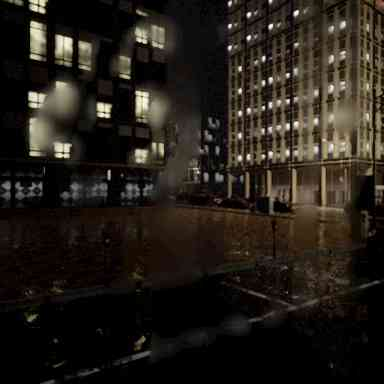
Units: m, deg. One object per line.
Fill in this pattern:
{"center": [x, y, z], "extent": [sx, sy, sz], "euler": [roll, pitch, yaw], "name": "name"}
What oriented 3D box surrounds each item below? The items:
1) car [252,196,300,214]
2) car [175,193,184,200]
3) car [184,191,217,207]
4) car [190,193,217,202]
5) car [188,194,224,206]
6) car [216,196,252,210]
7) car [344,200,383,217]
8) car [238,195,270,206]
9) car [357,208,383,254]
{"center": [8.149, 1.212, 31.373], "extent": [1.967, 1.590, 4.097], "euler": [2, 0, -36], "name": "car"}
{"center": [-1.347, 0.836, 58.955], "extent": [1.947, 1.339, 4.313], "euler": [2, 0, -36], "name": "car"}
{"center": [1.650, 0.872, 40.427], "extent": [2.192, 1.841, 5.009], "euler": [2, 0, -36], "name": "car"}
{"center": [1.808, 0.899, 54.565], "extent": [1.752, 1.417, 4.829], "euler": [2, 0, -36], "name": "car"}
{"center": [1.787, 1.051, 44.647], "extent": [2.033, 1.411, 5.357], "euler": [0, 1, -36], "name": "car"}
{"center": [4.893, 1.246, 35.900], "extent": [1.802, 1.307, 4.206], "euler": [2, 0, -36], "name": "car"}
{"center": [14.835, 1.422, 26.779], "extent": [2.128, 1.511, 4.902], "euler": [0, 1, -39], "name": "car"}
{"center": [8.411, 1.174, 45.367], "extent": [1.802, 1.307, 4.206], "euler": [2, 0, -36], "name": "car"}
{"center": [8.356, 1.520, 12.541], "extent": [4.097, 1.590, 1.967], "euler": [0, 0, -36], "name": "car"}
